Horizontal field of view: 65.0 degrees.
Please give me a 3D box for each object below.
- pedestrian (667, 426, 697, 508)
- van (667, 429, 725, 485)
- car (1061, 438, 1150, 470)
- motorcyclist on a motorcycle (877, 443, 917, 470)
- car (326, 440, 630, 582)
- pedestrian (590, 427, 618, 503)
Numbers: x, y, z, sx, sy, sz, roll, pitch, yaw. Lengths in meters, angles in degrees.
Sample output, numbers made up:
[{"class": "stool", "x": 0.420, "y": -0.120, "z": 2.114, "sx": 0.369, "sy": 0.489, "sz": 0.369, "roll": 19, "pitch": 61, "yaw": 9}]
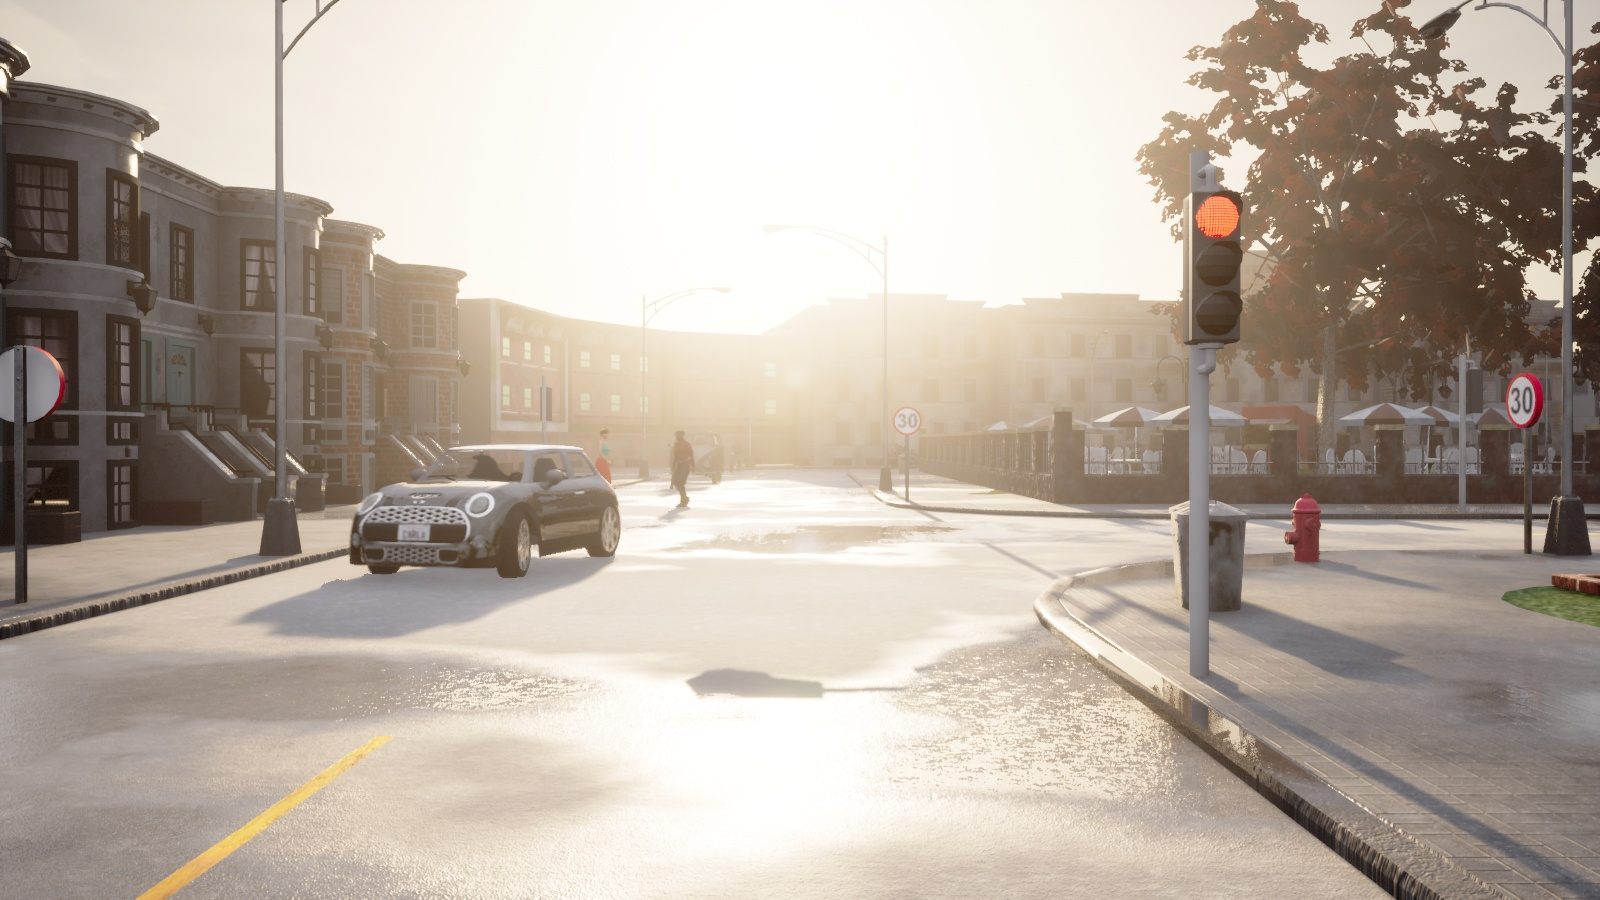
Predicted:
[{"class": "pedestrian", "x": -2.697, "y": 0.376, "z": 28.733, "sx": 0.331, "sy": 1.846, "sz": 0.636, "roll": 0, "pitch": 0, "yaw": 42}, {"class": "van", "x": -3.846, "y": 0.230, "z": 47.095, "sx": 1.775, "sy": 1.987, "sz": 4.442, "roll": 0, "pitch": 0, "yaw": 0}, {"class": "car", "x": 17.377, "y": 0.215, "z": 71.539, "sx": 4.553, "sy": 1.767, "sz": 2.097, "roll": 0, "pitch": 0, "yaw": 0}, {"class": "motorcyclist on a motorcycle", "x": 5.502, "y": 0.384, "z": 71.401, "sx": 2.191, "sy": 1.530, "sz": 0.866, "roll": 0, "pitch": 1, "yaw": -5}, {"class": "car", "x": -3.694, "y": 0.623, "z": 15.168, "sx": 1.970, "sy": 1.475, "sz": 3.806, "roll": 0, "pitch": 0, "yaw": 14}, {"class": "pedestrian", "x": -4.757, "y": 0.361, "z": 30.487, "sx": 0.594, "sy": 1.836, "sz": 0.345, "roll": 0, "pitch": 0, "yaw": 16}]
